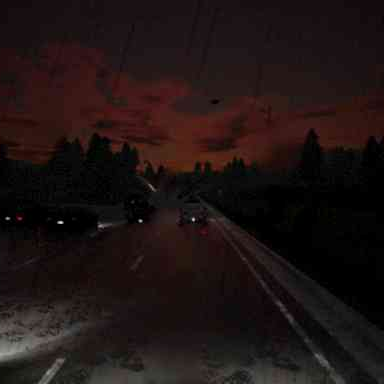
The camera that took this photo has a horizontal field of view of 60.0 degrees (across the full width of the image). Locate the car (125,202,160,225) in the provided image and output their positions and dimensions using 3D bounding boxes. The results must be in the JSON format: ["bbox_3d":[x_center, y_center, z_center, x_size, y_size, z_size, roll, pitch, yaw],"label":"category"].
[{"bbox_3d":[-3.406,1.611,24.198,1.895,1.301,4.718,0,0,0],"label":"car"}]

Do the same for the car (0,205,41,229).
[{"bbox_3d":[-10.405,1.556,21.402,2.033,1.411,5.357,0,0,0],"label":"car"}]

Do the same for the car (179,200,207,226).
[{"bbox_3d":[0.084,1.535,23.683,1.812,1.442,4.674,0,0,0],"label":"car"}]

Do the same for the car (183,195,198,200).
[{"bbox_3d":[0.093,1.524,42.275,1.837,1.490,4.892,0,0,0],"label":"car"}]

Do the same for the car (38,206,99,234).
[{"bbox_3d":[-6.904,1.572,19.467,1.994,1.385,4.181,0,0,0],"label":"car"}]

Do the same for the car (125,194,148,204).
[{"bbox_3d":[-6.907,1.240,41.633,2.150,2.045,5.566,0,0,0],"label":"car"}]
